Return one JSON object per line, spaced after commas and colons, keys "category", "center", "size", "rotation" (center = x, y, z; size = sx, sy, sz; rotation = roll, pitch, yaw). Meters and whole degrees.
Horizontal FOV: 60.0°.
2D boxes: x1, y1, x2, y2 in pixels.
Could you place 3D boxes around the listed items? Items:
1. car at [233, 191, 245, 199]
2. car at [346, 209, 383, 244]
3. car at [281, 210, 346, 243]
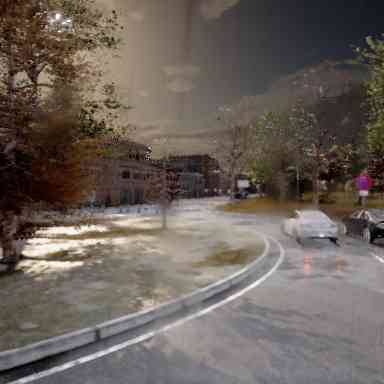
{"category": "car", "center": [12.313, 0.862, 92.346], "size": [2.150, 2.045, 5.566], "rotation": [0, 1, 20]}
{"category": "car", "center": [8.939, 1.598, 16.439], "size": [2.128, 1.511, 4.902], "rotation": [0, 0, 4]}
{"category": "car", "center": [5.777, 1.647, 16.652], "size": [1.812, 1.442, 4.674], "rotation": [0, 0, 4]}
